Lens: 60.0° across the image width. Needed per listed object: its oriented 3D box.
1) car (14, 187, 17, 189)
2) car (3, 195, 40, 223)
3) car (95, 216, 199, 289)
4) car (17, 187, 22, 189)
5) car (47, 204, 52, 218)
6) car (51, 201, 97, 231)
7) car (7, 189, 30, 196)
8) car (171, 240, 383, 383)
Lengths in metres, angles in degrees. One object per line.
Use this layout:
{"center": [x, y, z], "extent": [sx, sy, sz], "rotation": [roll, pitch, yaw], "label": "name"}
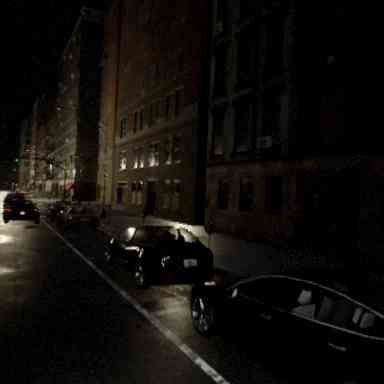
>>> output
{"center": [-38.204, -0.004, 74.681], "extent": [1.967, 1.590, 4.097], "rotation": [3, 0, -30], "label": "car"}
{"center": [-10.925, 1.158, 21.305], "extent": [1.994, 1.385, 4.181], "rotation": [3, 0, -29], "label": "car"}
{"center": [-1.057, 1.548, 9.099], "extent": [1.947, 1.339, 4.313], "rotation": [3, 0, -30], "label": "car"}
{"center": [-32.828, 0.206, 65.191], "extent": [1.967, 1.590, 4.097], "rotation": [3, 0, -30], "label": "car"}
{"center": [-9.061, 1.260, 23.225], "extent": [1.802, 1.307, 4.206], "rotation": [3, 0, -30], "label": "car"}
{"center": [-6.475, 1.302, 18.665], "extent": [1.752, 1.417, 4.829], "rotation": [3, 0, -30], "label": "car"}
{"center": [-17.354, 0.828, 32.643], "extent": [1.882, 1.535, 5.008], "rotation": [3, 0, -29], "label": "car"}
{"center": [1.610, 1.647, 4.390], "extent": [1.947, 1.339, 4.313], "rotation": [3, 0, -30], "label": "car"}
